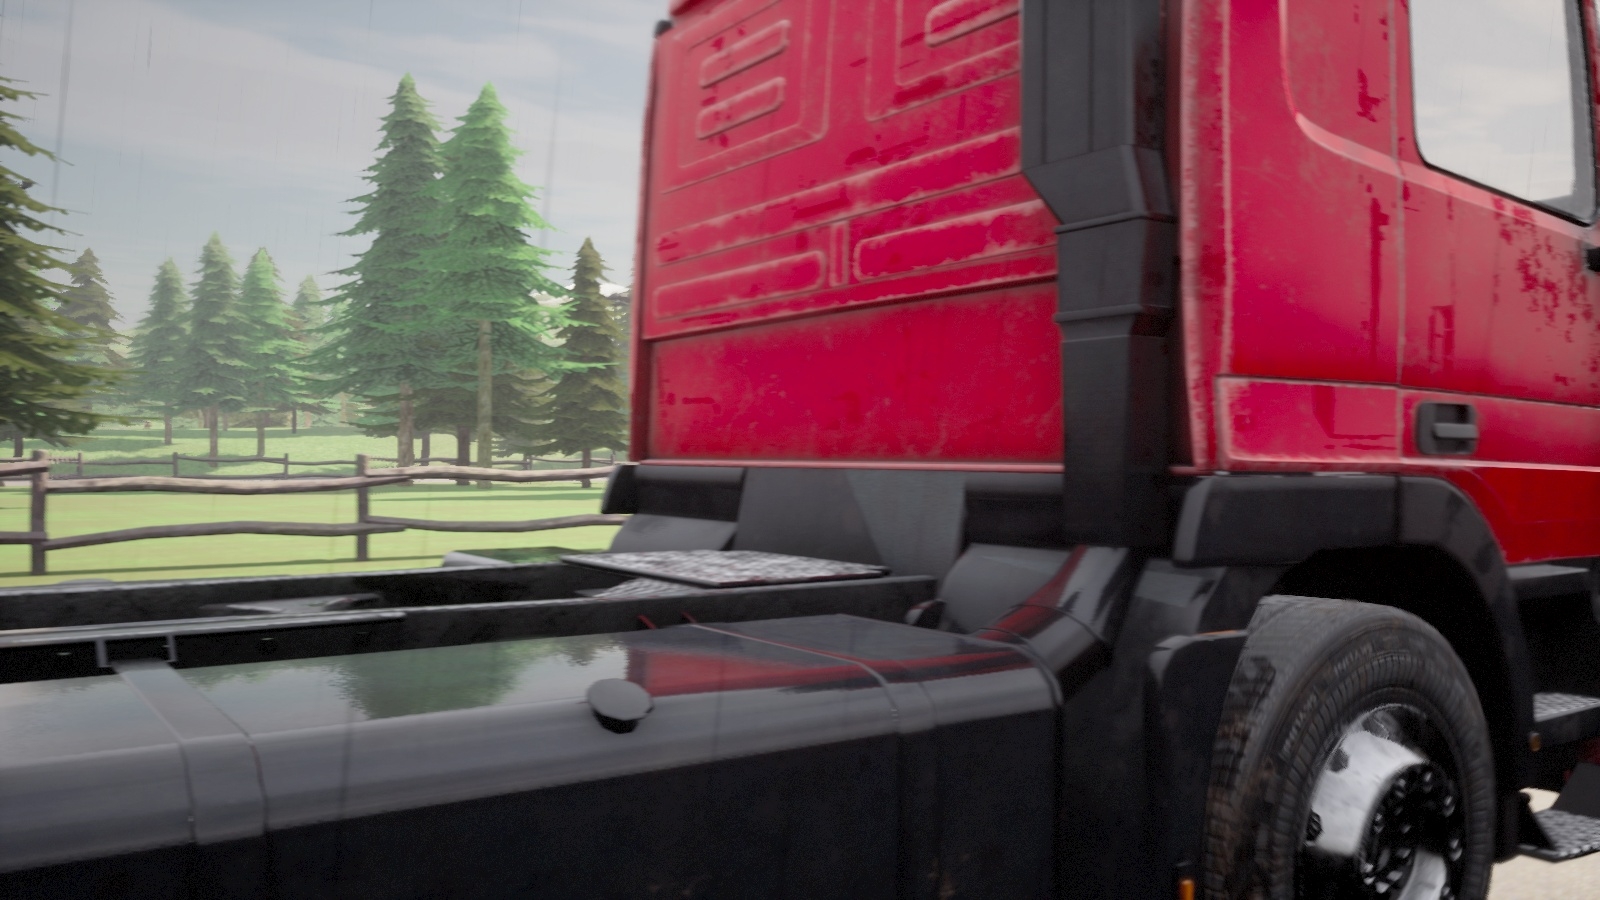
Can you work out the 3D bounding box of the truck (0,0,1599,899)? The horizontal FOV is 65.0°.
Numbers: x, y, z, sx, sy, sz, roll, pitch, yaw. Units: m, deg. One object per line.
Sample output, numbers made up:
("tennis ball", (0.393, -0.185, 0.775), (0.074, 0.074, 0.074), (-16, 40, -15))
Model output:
("truck", (-1.358, -0.226, 2.717), (7.936, 3.462, 2.891), (0, 0, -35))
